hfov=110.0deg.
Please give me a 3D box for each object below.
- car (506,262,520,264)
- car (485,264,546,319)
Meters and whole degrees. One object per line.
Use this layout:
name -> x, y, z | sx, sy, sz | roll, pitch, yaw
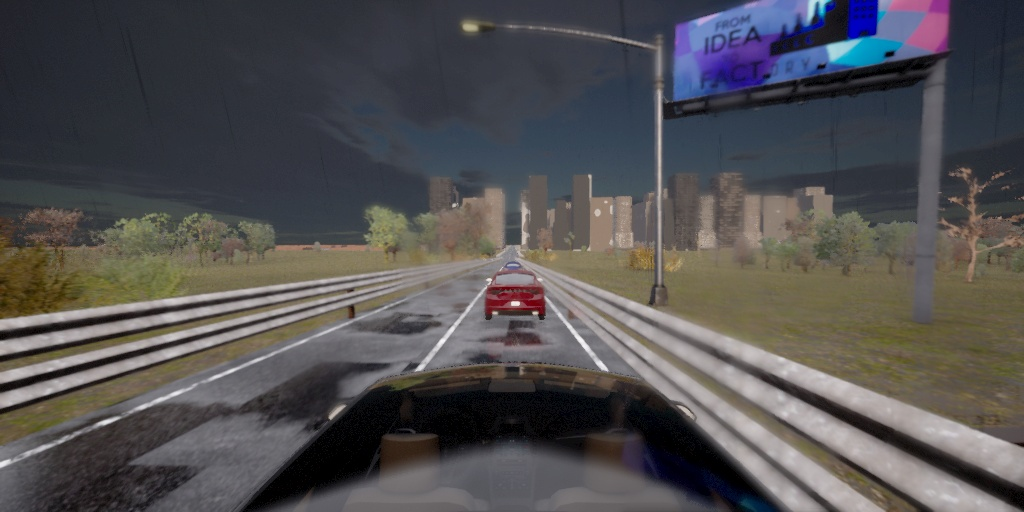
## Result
car -> 0.099, 1.265, 33.483 | 1.812, 1.442, 4.674 | 0, 0, 0
car -> 0.101, 1.224, 12.804 | 1.882, 1.535, 5.008 | 0, 0, 0
